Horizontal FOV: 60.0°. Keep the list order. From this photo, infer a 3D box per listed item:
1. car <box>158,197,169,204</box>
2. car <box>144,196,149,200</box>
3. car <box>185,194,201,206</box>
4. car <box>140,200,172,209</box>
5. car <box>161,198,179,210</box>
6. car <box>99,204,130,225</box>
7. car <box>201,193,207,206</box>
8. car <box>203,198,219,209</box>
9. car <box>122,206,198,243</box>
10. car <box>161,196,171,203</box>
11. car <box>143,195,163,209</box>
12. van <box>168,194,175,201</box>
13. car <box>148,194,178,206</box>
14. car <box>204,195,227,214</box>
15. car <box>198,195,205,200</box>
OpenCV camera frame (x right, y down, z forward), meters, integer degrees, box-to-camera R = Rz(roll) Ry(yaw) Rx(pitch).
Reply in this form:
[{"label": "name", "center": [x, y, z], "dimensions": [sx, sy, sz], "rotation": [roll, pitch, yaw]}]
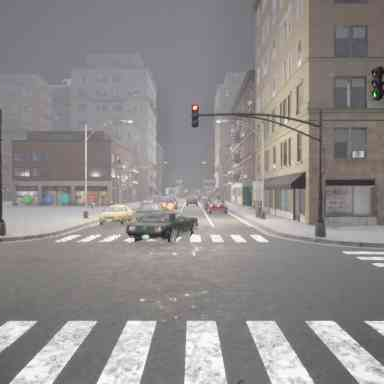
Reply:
[{"label": "car", "center": [-5.367, 1.586, 63.687], "dimensions": [1.802, 1.307, 4.206], "rotation": [0, 0, 0]}, {"label": "car", "center": [-5.375, 1.552, 41.039], "dimensions": [2.008, 1.369, 4.403], "rotation": [0, 0, 0]}, {"label": "car", "center": [0.018, 1.508, 53.993], "dimensions": [1.837, 1.490, 4.892], "rotation": [0, 0, 0]}, {"label": "car", "center": [-2.841, 1.548, 24.166], "dimensions": [2.033, 1.411, 5.357], "rotation": [0, 0, 0]}, {"label": "car", "center": [-2.831, 1.550, 44.222], "dimensions": [2.033, 1.411, 5.357], "rotation": [0, 0, 0]}, {"label": "car", "center": [-5.381, 1.526, 23.883], "dimensions": [1.752, 1.417, 4.829], "rotation": [0, 0, 0]}, {"label": "car", "center": [2.650, 1.317, 41.036], "dimensions": [2.192, 1.841, 5.009], "rotation": [0, 0, 0]}, {"label": "car", "center": [2.652, 1.568, 46.698], "dimensions": [1.947, 1.339, 4.313], "rotation": [0, 0, 0]}, {"label": "car", "center": [-1.240, 1.600, 16.126], "dimensions": [1.895, 1.301, 4.718], "rotation": [0, 0, 19]}, {"label": "car", "center": [-5.365, 1.530, 69.179], "dimensions": [1.752, 1.417, 4.829], "rotation": [0, 0, 0]}, {"label": "car", "center": [-5.373, 1.317, 46.701], "dimensions": [2.192, 1.841, 5.009], "rotation": [0, 0, 0]}, {"label": "van", "center": [-5.359, 1.349, 86.334], "dimensions": [1.690, 1.788, 3.998], "rotation": [0, 0, 0]}, {"label": "car", "center": [-2.841, 1.353, 33.814], "dimensions": [2.097, 1.767, 4.553], "rotation": [0, 0, 0]}, {"label": "car", "center": [2.648, 1.441, 35.374], "dimensions": [1.967, 1.590, 4.097], "rotation": [0, 0, 0]}, {"label": "car", "center": [2.668, 1.575, 91.993], "dimensions": [1.947, 1.339, 4.313], "rotation": [0, 0, 0]}]
